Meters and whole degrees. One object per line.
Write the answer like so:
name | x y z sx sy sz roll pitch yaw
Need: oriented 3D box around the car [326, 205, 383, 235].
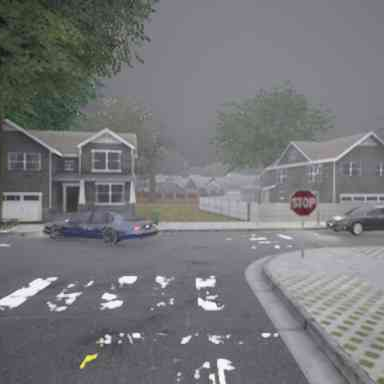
car | 9.882 1.530 18.498 4.892 1.490 1.837 0 0 -12

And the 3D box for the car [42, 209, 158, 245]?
car | -4.228 1.497 15.103 5.357 1.411 2.033 0 0 23
